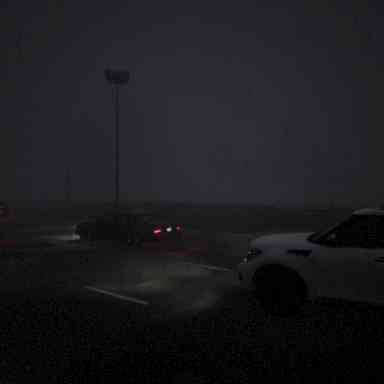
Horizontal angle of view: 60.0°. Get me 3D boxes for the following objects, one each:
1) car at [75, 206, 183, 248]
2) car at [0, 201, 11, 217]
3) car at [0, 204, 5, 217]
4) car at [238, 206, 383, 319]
[{"bbox_3d":[-2.942,1.556,14.818,5.357,1.411,2.033,0,0,36],"label":"car"},{"bbox_3d":[-18.553,1.492,30.537,4.902,1.511,2.128,0,0,36],"label":"car"},{"bbox_3d":[-11.844,1.476,16.979,5.008,1.535,1.882,0,0,36],"label":"car"},{"bbox_3d":[3.568,1.231,5.737,5.566,2.045,2.150,0,0,36],"label":"car"}]
